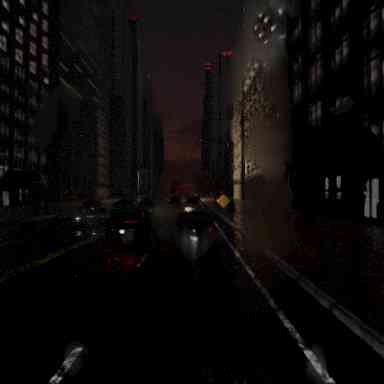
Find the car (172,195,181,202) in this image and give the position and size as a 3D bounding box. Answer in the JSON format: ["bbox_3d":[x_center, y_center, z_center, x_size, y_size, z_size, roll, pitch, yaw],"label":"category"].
[{"bbox_3d":[-3.247,1.337,70.293,1.837,1.490,4.892,0,0,0],"label":"car"}]

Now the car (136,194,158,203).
[{"bbox_3d":[-6.581,1.461,48.587,1.837,1.490,4.892,0,0,0],"label":"car"}]

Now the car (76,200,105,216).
[{"bbox_3d":[-9.847,1.496,32.755,1.812,1.442,4.674,0,0,0],"label":"car"}]

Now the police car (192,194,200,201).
[{"bbox_3d":[0.978,1.355,80.166,1.930,1.638,5.238,0,0,0],"label":"police car"}]

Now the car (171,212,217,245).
[{"bbox_3d":[0.093,1.593,15.580,1.895,1.301,4.718,0,0,0],"label":"car"}]

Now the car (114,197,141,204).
[{"bbox_3d":[-6.597,1.496,32.741,1.812,1.442,4.674,0,0,0],"label":"car"}]

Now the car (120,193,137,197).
[{"bbox_3d":[-9.812,1.178,52.039,2.150,2.045,5.566,0,0,0],"label":"car"}]

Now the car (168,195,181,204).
[{"bbox_3d":[-3.248,1.495,59.869,2.033,1.411,5.357,0,0,0],"label":"car"}]

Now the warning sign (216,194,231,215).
[{"bbox_3d":[2.835,1.088,30.067,1.300,1.860,1.060,-1,-1,0],"label":"warning sign"}]

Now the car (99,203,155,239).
[{"bbox_3d":[-3.160,1.530,17.437,1.837,1.490,4.892,0,0,0],"label":"car"}]

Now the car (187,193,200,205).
[{"bbox_3d":[0.003,1.425,59.453,1.882,1.535,5.008,0,0,0],"label":"car"}]

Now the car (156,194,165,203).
[{"bbox_3d":[-6.497,1.104,65.316,2.097,1.767,4.553,0,0,0],"label":"car"}]
